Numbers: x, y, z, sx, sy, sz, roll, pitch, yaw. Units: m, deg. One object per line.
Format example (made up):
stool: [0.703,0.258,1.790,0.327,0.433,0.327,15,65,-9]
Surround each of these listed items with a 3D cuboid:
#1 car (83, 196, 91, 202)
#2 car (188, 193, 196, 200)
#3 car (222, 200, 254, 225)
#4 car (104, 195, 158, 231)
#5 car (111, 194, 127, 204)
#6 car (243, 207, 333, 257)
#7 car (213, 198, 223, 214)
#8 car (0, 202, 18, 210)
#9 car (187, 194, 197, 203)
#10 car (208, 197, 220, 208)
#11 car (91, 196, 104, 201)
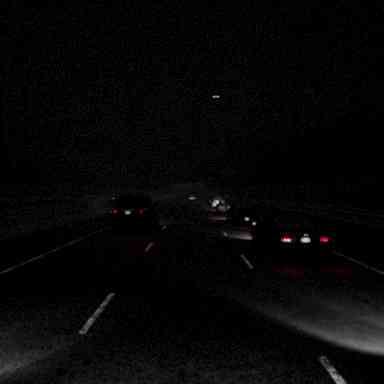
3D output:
car: [-20.964,1.541,68.955,1.895,1.301,4.718,0,0,0]
car: [0.043,1.166,83.110,2.097,1.767,4.553,0,0,0]
car: [3.512,1.466,23.773,1.837,1.490,4.892,0,0,0]
car: [-3.389,1.188,20.221,2.150,2.045,5.566,0,0,0]
car: [-13.978,1.302,64.243,2.097,1.767,4.553,0,0,0]
car: [3.507,1.525,12.771,2.033,1.411,5.357,0,0,0]
car: [3.518,1.549,34.805,1.895,1.301,4.718,0,0,0]
car: [-14.086,1.441,23.196,1.882,1.535,5.008,0,0,0]
car: [0.035,1.440,66.398,2.128,1.511,4.902,0,0,0]
car: [3.524,1.467,45.778,1.812,1.442,4.674,0,0,0]
car: [-17.471,1.471,64.393,1.812,1.442,4.674,0,0,0]
